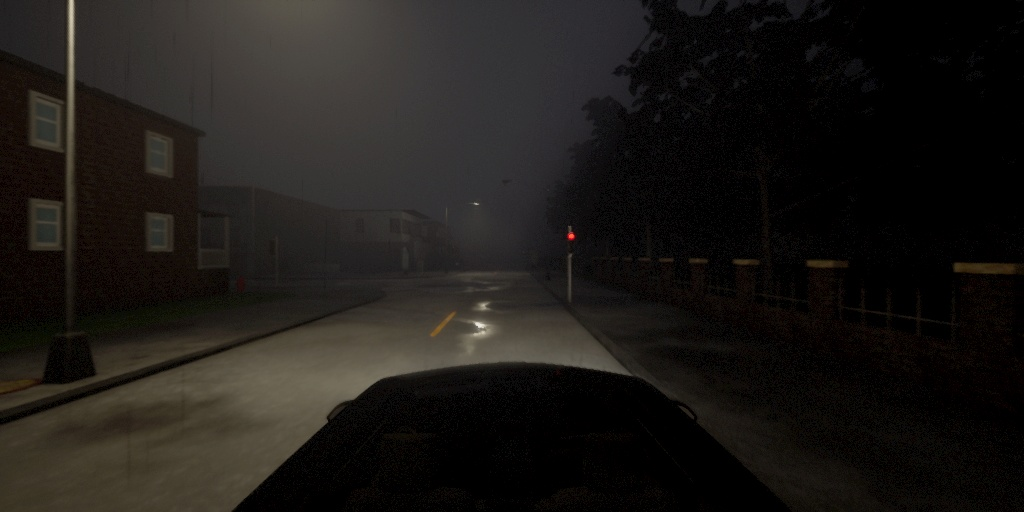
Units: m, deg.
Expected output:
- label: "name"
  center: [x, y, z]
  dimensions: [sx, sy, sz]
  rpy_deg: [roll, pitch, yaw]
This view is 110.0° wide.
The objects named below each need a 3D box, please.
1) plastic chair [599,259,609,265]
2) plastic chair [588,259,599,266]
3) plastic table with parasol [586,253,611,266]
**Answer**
- label: "plastic chair"
  center: [16.008, 1.268, 62.630]
  dimensions: [0.750, 1.272, 0.730]
  rpy_deg: [0, 0, -40]
- label: "plastic chair"
  center: [14.301, 1.278, 62.726]
  dimensions: [0.730, 1.272, 0.750]
  rpy_deg: [0, 0, -35]
- label: "plastic table with parasol"
  center: [15.275, 0.666, 63.628]
  dimensions: [2.482, 2.480, 2.482]
  rpy_deg: [0, 0, -40]
